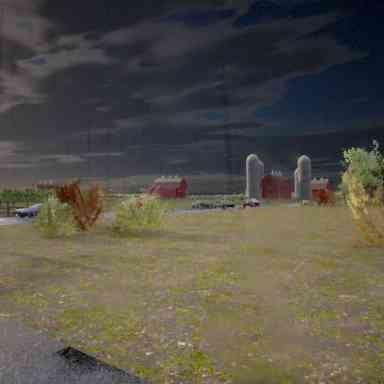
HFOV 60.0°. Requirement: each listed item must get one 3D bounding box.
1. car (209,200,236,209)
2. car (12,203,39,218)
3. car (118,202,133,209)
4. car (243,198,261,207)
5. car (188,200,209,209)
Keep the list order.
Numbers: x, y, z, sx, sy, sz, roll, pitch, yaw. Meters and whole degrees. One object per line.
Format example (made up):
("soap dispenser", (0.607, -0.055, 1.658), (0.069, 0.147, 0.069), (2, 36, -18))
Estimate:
("car", (5.446, 2.014, 54.897), (2.128, 1.511, 4.902), (-1, -1, 36))
("car", (-14.788, 1.809, 33.120), (2.033, 1.411, 5.357), (-1, -1, 36))
("car", (-7.195, 1.627, 43.642), (2.150, 2.045, 5.566), (-1, -2, 35))
("car", (11.456, 1.989, 63.298), (2.097, 1.767, 4.553), (-1, -1, 36))
("car", (1.358, 2.068, 55.403), (1.837, 1.490, 4.892), (-1, -2, 36))
